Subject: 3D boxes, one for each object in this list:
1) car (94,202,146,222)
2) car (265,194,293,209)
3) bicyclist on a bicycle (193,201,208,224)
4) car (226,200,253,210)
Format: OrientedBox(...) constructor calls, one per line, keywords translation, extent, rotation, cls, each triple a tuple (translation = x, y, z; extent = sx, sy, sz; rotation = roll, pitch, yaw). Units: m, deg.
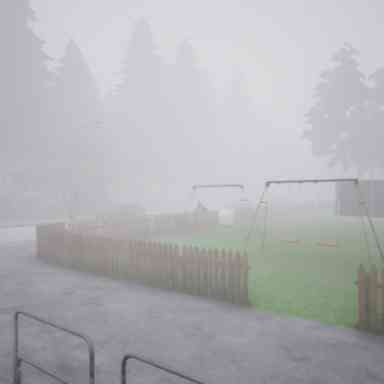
OrientedBox(translation=(-6.093, 1.660, 28.584), extent=(1.837, 1.490, 4.892), rotation=(-1, 1, 36), cls="car")
OrientedBox(translation=(12.424, 1.351, 47.184), extent=(2.150, 2.045, 5.566), rotation=(-1, 0, 39), cls="car")
OrientedBox(translation=(0.573, 1.447, 23.473), extent=(1.656, 1.620, 0.582), rotation=(-1, 0, 35), cls="bicyclist on a bicycle")
OrientedBox(translation=(6.630, 1.761, 46.283), extent=(1.895, 1.301, 4.718), rotation=(-1, 0, 36), cls="car")
